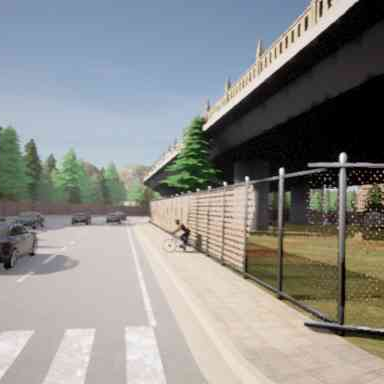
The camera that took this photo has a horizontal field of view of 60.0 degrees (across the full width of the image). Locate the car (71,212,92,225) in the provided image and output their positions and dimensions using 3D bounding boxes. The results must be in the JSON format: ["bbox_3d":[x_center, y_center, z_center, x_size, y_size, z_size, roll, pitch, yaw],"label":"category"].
[{"bbox_3d":[-12.899,3.051,39.036,2.128,1.511,4.902,3,-3,-11],"label":"car"}]

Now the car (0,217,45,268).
[{"bbox_3d":[-7.298,1.902,12.664,1.837,1.490,4.892,3,-3,-12],"label":"car"}]

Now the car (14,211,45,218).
[{"bbox_3d":[-14.771,2.531,30.293,1.837,1.490,4.892,3,-3,-12],"label":"car"}]

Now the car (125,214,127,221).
[{"bbox_3d":[-11.729,3.890,53.528,1.812,1.442,4.674,2,-3,-3],"label":"car"}]

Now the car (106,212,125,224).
[{"bbox_3d":[-10.194,3.385,43.398,2.128,1.511,4.902,3,-3,-12],"label":"car"}]

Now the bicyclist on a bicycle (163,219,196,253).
[{"bbox_3d":[-0.584,2.145,16.150,1.656,1.620,0.582,3,-3,-12],"label":"bicyclist on a bicycle"}]

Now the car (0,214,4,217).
[{"bbox_3d":[-12.551,2.122,19.693,1.994,1.385,4.181,3,-3,-12],"label":"car"}]
